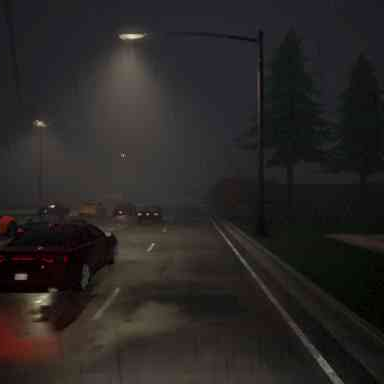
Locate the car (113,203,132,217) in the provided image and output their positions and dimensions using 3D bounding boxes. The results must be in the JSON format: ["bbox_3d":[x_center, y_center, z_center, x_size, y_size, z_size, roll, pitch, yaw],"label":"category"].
[{"bbox_3d":[-6.918,1.830,34.600,1.812,1.442,4.674,0,-1,0],"label":"car"}]

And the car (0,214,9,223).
[{"bbox_3d":[-10.404,1.493,16.035,2.097,1.767,4.553,0,-1,0],"label":"car"}]

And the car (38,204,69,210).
[{"bbox_3d":[-14.052,1.863,33.991,1.994,1.385,4.181,0,-1,0],"label":"car"}]

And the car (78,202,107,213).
[{"bbox_3d":[-10.404,1.787,35.096,1.882,1.535,5.008,0,-1,0],"label":"car"}]

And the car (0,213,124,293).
[{"bbox_3d":[-3.402,1.559,9.109,1.882,1.535,5.008,0,0,0],"label":"car"}]

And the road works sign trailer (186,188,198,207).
[{"bbox_3d":[-0.009,1.009,61.859,2.380,3.560,2.880,0,-1,0],"label":"road works sign trailer"}]

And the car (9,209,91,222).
[{"bbox_3d":[-6.903,1.749,16.829,1.895,1.301,4.718,0,-1,0],"label":"car"}]

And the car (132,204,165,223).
[{"bbox_3d":[-3.404,1.796,28.177,2.033,1.411,5.357,0,-1,0],"label":"car"}]
